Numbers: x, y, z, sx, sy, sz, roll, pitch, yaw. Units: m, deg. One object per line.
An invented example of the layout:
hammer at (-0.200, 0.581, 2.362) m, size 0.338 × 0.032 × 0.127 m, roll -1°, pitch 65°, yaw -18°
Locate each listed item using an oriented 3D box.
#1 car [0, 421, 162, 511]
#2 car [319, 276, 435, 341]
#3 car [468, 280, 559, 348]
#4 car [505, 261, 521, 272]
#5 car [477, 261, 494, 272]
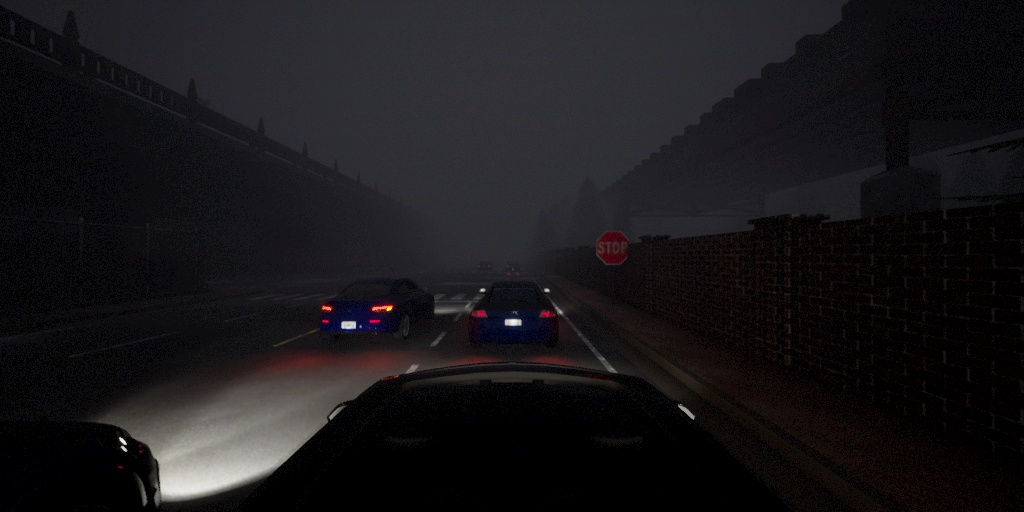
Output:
car at (-3.398, 1.314, 0.690) m, size 1.994 × 1.385 × 4.181 m, roll 0°, pitch 0°, yaw 0°
car at (-3.413, 1.275, 9.786) m, size 1.812 × 1.442 × 4.674 m, roll 0°, pitch 0°, yaw 0°
car at (0.069, 1.314, 9.263) m, size 1.994 × 1.385 × 4.181 m, roll 0°, pitch 0°, yaw 1°
car at (0.096, 1.349, 46.082) m, size 1.895 × 1.301 × 4.718 m, roll 0°, pitch 0°, yaw -1°
car at (-3.399, 1.295, 45.914) m, size 2.033 × 1.411 × 5.357 m, roll 0°, pitch 0°, yaw -1°
